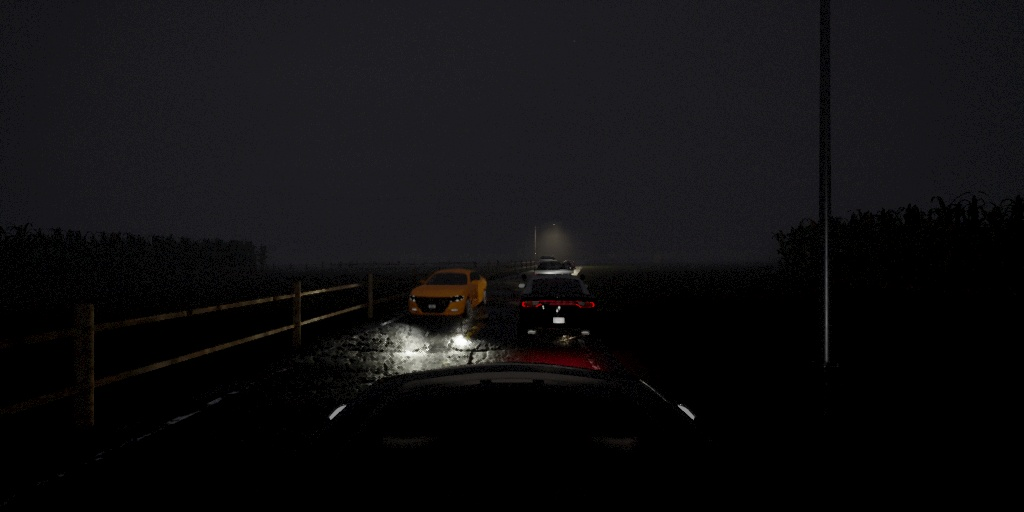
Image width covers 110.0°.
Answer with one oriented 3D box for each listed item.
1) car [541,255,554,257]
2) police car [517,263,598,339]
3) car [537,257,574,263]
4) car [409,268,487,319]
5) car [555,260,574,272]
[{"bbox_3d":[4.933,0.927,50.509,2.150,2.045,5.566,0,0,12],"label":"car"},{"bbox_3d":[1.198,1.173,10.266,1.930,1.638,5.238,0,0,4],"label":"police car"},{"bbox_3d":[2.259,1.091,19.916,2.097,1.767,4.553,0,0,8],"label":"car"},{"bbox_3d":[-2.137,1.224,13.126,1.882,1.535,5.008,0,0,6],"label":"car"},{"bbox_3d":[6.723,1.274,45.858,1.994,1.385,4.181,0,0,13],"label":"car"}]
